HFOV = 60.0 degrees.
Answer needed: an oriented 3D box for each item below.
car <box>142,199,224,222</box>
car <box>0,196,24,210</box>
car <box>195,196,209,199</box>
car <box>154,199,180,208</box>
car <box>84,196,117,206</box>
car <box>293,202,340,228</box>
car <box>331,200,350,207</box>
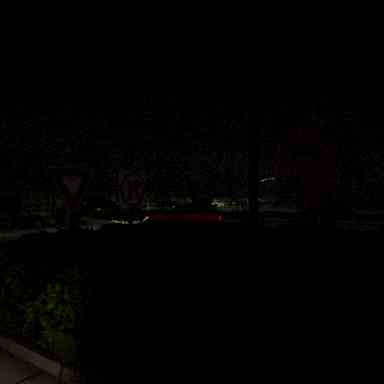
[{"bbox_3d":[-0.486,1.431,17.977,4.553,1.767,2.097,0,0,8],"label":"car"},{"bbox_3d":[-21.284,1.499,36.134,2.150,2.045,5.566,-1,0,36],"label":"car"},{"bbox_3d":[2.135,1.603,62.482,2.097,1.767,4.553,-1,0,36],"label":"car"},{"bbox_3d":[-4.018,1.815,53.872,1.994,1.385,4.181,-1,0,36],"label":"car"},{"bbox_3d":[-12.152,1.473,42.520,2.150,2.045,5.566,-1,0,37],"label":"car"},{"bbox_3d":[7.844,1.563,21.168,1.784,1.438,3.905,-1,0,35],"label":"car"},{"bbox_3d":[14.269,1.557,32.378,1.816,1.474,4.193,-1,0,35],"label":"car"}]
